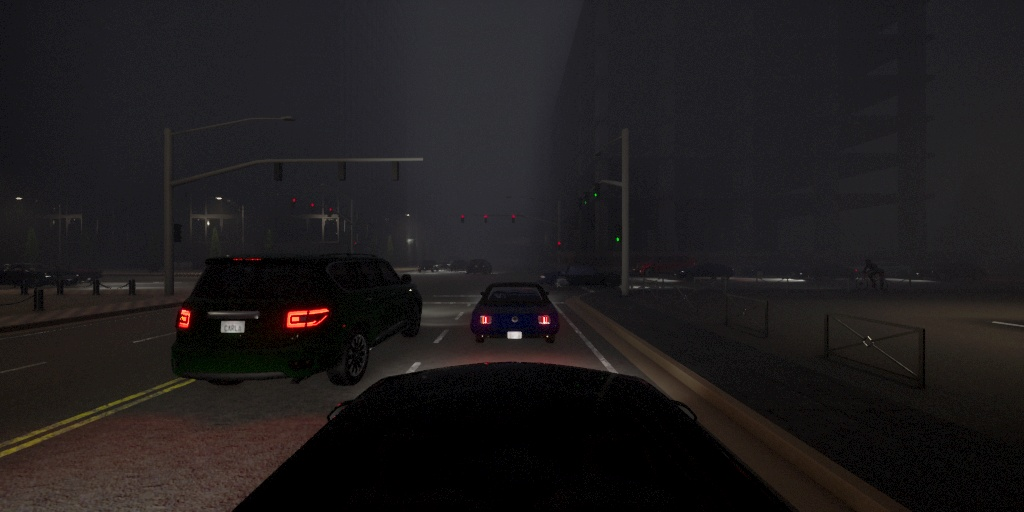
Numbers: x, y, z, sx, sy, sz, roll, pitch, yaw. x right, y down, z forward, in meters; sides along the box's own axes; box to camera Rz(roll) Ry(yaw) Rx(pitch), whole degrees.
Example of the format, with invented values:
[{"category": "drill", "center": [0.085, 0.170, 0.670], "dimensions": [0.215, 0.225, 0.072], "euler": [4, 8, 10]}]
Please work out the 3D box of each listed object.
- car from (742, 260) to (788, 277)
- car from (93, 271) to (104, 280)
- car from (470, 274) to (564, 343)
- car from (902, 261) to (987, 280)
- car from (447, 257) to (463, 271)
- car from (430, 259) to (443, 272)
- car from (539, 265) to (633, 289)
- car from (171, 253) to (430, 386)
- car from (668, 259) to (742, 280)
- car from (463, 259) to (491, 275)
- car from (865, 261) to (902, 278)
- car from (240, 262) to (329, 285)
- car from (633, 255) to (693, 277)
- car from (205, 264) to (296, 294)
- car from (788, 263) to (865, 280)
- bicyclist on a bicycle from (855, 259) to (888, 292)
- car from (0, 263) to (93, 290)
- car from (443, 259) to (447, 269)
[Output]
[{"category": "car", "center": [23.647, 1.172, 32.801], "dimensions": [5.008, 1.535, 1.882], "euler": [0, 0, -1]}, {"category": "car", "center": [-31.789, 1.295, 25.097], "dimensions": [4.718, 1.301, 1.895], "euler": [0, 0, 0]}, {"category": "car", "center": [0.075, 1.351, 9.644], "dimensions": [1.895, 1.301, 4.718], "euler": [0, 0, 0]}, {"category": "car", "center": [35.595, 1.199, 29.336], "dimensions": [4.892, 1.490, 1.837], "euler": [0, 0, 0]}, {"category": "car", "center": [-7.123, 1.255, 48.531], "dimensions": [1.837, 1.490, 4.892], "euler": [0, 0, 0]}, {"category": "car", "center": [-10.623, 1.255, 45.907], "dimensions": [1.837, 1.490, 4.892], "euler": [0, 0, 0]}, {"category": "car", "center": [4.235, 1.253, 21.996], "dimensions": [5.357, 1.411, 2.033], "euler": [-1, 0, -1]}, {"category": "car", "center": [-3.441, 0.971, 7.129], "dimensions": [2.150, 2.045, 5.566], "euler": [0, 0, 0]}, {"category": "car", "center": [15.637, 1.220, 29.250], "dimensions": [4.674, 1.442, 1.812], "euler": [0, 0, 0]}, {"category": "car", "center": [-3.561, 1.103, 39.605], "dimensions": [2.097, 1.767, 4.553], "euler": [0, 0, 5]}, {"category": "car", "center": [33.642, 1.220, 32.831], "dimensions": [4.674, 1.442, 1.812], "euler": [0, 0, 0]}, {"category": "car", "center": [-15.862, 1.184, 25.200], "dimensions": [5.008, 1.535, 1.882], "euler": [0, 0, -1]}, {"category": "car", "center": [13.918, 0.917, 32.766], "dimensions": [5.566, 2.045, 2.150], "euler": [0, 0, 0]}, {"category": "car", "center": [-14.854, 1.238, 20.367], "dimensions": [4.674, 1.442, 1.812], "euler": [0, 0, 20]}, {"category": "car", "center": [25.601, 1.258, 29.310], "dimensions": [4.181, 1.385, 1.994], "euler": [0, 0, 0]}, {"category": "bicyclist on a bicycle", "center": [18.322, 0.998, 18.298], "dimensions": [0.582, 1.620, 1.656], "euler": [0, 0, 0]}, {"category": "car", "center": [-29.079, 1.186, 21.592], "dimensions": [4.902, 1.511, 2.128], "euler": [0, 0, 0]}, {"category": "car", "center": [-10.619, 1.241, 55.250], "dimensions": [2.128, 1.511, 4.902], "euler": [0, 0, 0]}]
